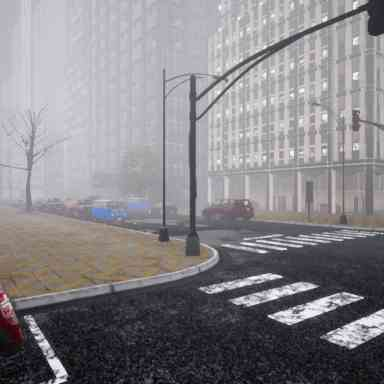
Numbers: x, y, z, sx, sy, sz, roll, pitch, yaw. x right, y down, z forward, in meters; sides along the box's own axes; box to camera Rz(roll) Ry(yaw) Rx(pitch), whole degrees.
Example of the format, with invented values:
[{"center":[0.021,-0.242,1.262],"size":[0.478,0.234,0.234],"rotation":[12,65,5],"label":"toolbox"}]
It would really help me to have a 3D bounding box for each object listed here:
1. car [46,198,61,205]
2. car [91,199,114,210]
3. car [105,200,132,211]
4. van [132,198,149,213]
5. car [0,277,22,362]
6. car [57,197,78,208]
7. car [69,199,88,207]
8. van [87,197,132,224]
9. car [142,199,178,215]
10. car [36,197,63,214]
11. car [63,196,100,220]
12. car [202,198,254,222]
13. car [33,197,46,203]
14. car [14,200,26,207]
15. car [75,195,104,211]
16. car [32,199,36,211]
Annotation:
[{"center":[-30.292,2.061,72.695],"size":[1.947,1.339,4.313],"rotation":[0,0,-36],"label":"car"},{"center":[-13.489,1.844,49.900],"size":[1.752,1.417,4.829],"rotation":[0,0,-36],"label":"car"},{"center":[-10.006,1.847,45.177],"size":[1.947,1.339,4.313],"rotation":[0,0,-36],"label":"car"},{"center":[-6.627,1.586,40.591],"size":[1.690,1.788,3.998],"rotation":[0,0,-36],"label":"van"},{"center":[-4.209,1.440,3.554],"size":[4.097,1.590,1.967],"rotation":[0,0,-36],"label":"car"},{"center":[-20.749,1.721,55.225],"size":[2.097,1.767,4.553],"rotation":[0,0,-36],"label":"car"},{"center":[-20.149,1.940,58.935],"size":[2.008,1.369,4.403],"rotation":[0,0,-36],"label":"car"},{"center":[-6.615,1.499,26.451],"size":[1.690,1.788,3.998],"rotation":[0,0,-36],"label":"van"},{"center":[-3.245,1.758,36.004],"size":[2.008,1.369,4.403],"rotation":[0,0,-36],"label":"car"},{"center":[-16.758,1.584,40.209],"size":[2.192,1.841,5.009],"rotation":[0,0,-36],"label":"car"},{"center":[-9.996,1.510,31.037],"size":[2.192,1.841,5.009],"rotation":[0,0,-36],"label":"car"},{"center":[2.931,1.454,27.625],"size":[2.192,1.841,5.009],"rotation":[0,0,-36],"label":"car"},{"center":[-39.054,2.063,85.110],"size":[1.882,1.535,5.008],"rotation":[0,0,-36],"label":"car"},{"center":[-30.279,1.994,58.554],"size":[1.802,1.307,4.206],"rotation":[0,0,-36],"label":"car"},{"center":[-14.442,1.524,46.740],"size":[2.150,2.045,5.566],"rotation":[0,0,-36],"label":"car"},{"center":[-20.138,1.745,44.796],"size":[1.967,1.590,4.097],"rotation":[0,0,-36],"label":"car"}]
